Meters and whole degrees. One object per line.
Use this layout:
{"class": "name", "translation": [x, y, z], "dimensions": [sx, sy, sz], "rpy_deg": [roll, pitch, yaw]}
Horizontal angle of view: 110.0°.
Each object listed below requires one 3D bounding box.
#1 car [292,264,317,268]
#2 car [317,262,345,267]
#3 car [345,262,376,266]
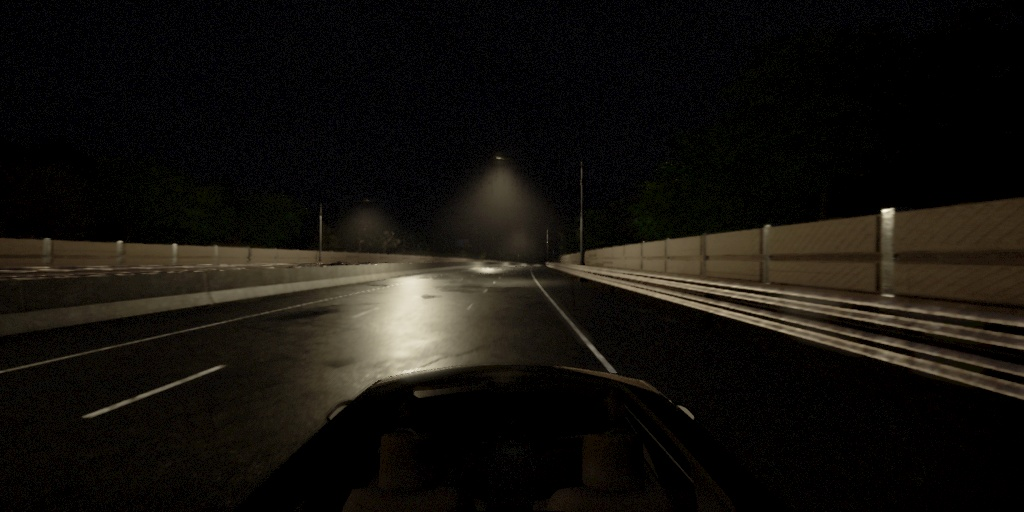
{"class": "car", "translation": [-23.909, 1.554, 41.284], "dimensions": [1.895, 1.301, 4.718], "rpy_deg": [0, 0, 2]}
{"class": "car", "translation": [-20.377, 1.474, 42.199], "dimensions": [1.837, 1.490, 4.892], "rpy_deg": [0, 0, 2]}
{"class": "car", "translation": [-16.890, 1.524, 41.823], "dimensions": [2.033, 1.411, 5.357], "rpy_deg": [0, 0, 2]}
